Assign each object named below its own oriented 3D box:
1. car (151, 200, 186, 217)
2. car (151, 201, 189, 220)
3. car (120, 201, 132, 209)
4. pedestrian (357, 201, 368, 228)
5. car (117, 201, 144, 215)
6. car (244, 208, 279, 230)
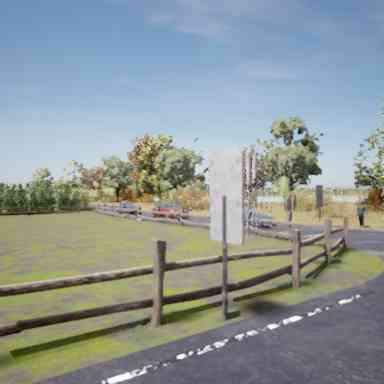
[{"bbox_3d":[-2.771,1.860,38.348,2.097,1.767,4.553,0,-1,-32],"label":"car"},{"bbox_3d":[-2.147,1.798,32.249,2.097,1.767,4.553,0,-1,-33],"label":"car"},{"bbox_3d":[-12.652,2.390,63.536,1.812,1.442,4.674,0,-1,-17],"label":"car"},{"bbox_3d":[11.619,1.504,22.794,0.375,1.860,0.375,-1,1,-35],"label":"pedestrian"},{"bbox_3d":[-7.723,2.135,41.110,2.033,1.411,5.357,0,-1,-29],"label":"car"},{"bbox_3d":[3.600,1.852,23.845,2.033,1.411,5.357,0,-1,-35],"label":"car"}]
